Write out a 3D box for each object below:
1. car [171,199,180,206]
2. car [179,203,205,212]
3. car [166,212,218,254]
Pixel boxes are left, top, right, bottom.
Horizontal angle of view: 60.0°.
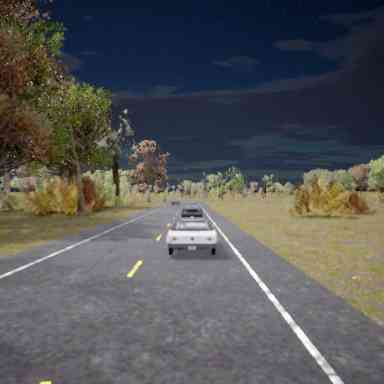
[{"bbox_3d":[-3.466,2.163,70.968,2.033,1.411,5.357,0,0,0],"label":"car"},{"bbox_3d":[0.019,1.776,29.283,1.837,1.490,4.892,0,0,0],"label":"car"},{"bbox_3d":[0.009,1.731,14.097,1.895,1.301,4.718,0,0,0],"label":"car"}]
